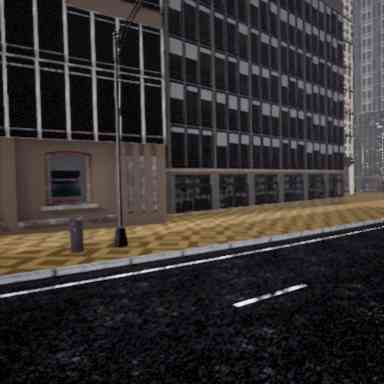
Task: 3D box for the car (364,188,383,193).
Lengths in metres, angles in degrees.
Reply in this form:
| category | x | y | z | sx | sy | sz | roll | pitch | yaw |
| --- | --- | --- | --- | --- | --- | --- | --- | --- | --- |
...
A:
| category | x | y | z | sx | sy | sz | roll | pitch | yaw |
| --- | --- | --- | --- | --- | --- | --- | --- | --- | --- |
| car | 38.941 | -0.409 | 70.935 | 1.802 | 1.307 | 4.206 | -2 | 2 | -41 |

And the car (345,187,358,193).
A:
| category | x | y | z | sx | sy | sz | roll | pitch | yaw |
| --- | --- | --- | --- | --- | --- | --- | --- | --- | --- |
| car | 35.225 | -0.518 | 75.234 | 1.947 | 1.339 | 4.313 | -2 | 2 | -41 |
